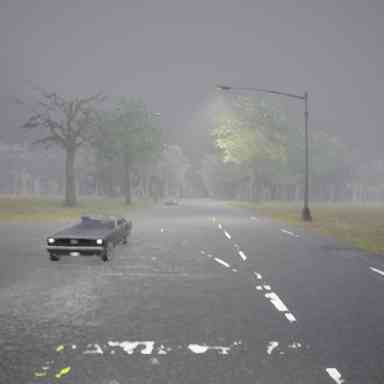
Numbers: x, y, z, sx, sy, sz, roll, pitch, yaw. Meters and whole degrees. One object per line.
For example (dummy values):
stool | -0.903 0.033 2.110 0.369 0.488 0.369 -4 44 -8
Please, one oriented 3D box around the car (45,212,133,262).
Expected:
car | -3.465 1.470 12.050 1.895 1.301 4.718 1 2 0

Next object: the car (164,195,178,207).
car | -3.429 1.427 54.127 2.097 1.767 4.553 0 0 0
